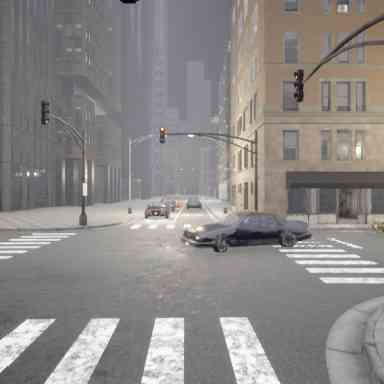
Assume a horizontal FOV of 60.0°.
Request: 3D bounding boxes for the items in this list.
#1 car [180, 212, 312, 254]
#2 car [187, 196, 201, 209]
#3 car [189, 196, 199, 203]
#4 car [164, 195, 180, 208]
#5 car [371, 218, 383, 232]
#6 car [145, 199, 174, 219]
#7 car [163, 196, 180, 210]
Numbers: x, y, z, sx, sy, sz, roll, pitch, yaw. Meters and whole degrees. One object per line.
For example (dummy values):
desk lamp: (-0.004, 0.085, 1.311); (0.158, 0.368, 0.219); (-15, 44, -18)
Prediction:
car: (2.273, 1.550, 13.519); (5.357, 1.411, 2.033); (0, 0, -22)
car: (0.284, 1.578, 46.302); (1.994, 1.385, 4.181); (0, 0, 0)
car: (0.376, 1.540, 69.892); (1.994, 1.385, 4.181); (0, 0, 0)
car: (-2.886, 1.365, 49.167); (2.097, 1.767, 4.553); (0, 0, 0)
car: (12.186, 1.518, 17.717); (4.829, 1.417, 1.752); (0, 0, -1)
car: (-2.978, 1.571, 29.414); (1.994, 1.385, 4.181); (0, 0, 0)
car: (-2.932, 1.503, 39.268); (2.128, 1.511, 4.902); (0, 0, 0)
